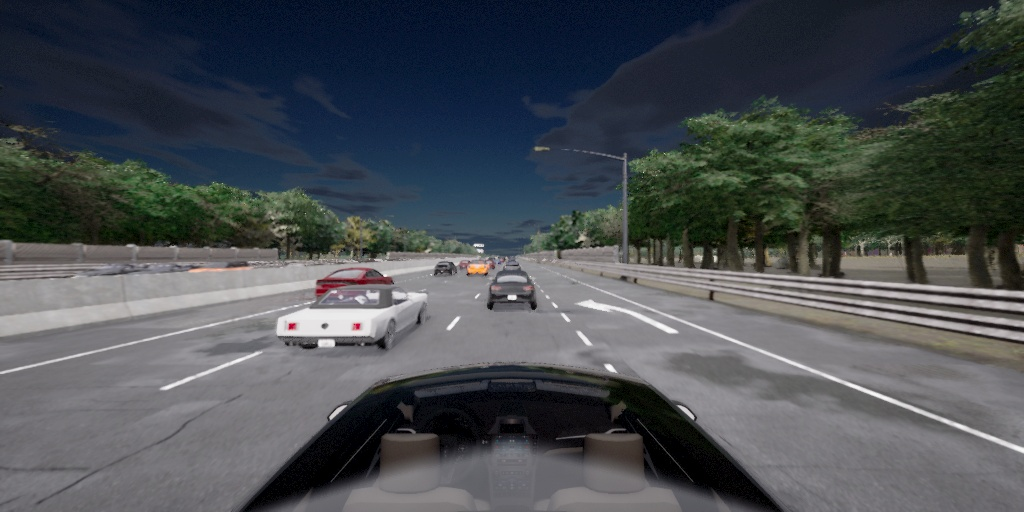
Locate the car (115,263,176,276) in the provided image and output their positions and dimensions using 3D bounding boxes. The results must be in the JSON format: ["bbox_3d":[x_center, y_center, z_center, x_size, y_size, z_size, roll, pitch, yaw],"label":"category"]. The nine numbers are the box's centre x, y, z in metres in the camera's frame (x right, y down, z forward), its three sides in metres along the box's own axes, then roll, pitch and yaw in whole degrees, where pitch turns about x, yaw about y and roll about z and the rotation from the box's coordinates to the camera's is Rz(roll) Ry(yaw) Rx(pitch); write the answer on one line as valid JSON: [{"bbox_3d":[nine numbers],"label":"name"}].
[{"bbox_3d":[-24.574,1.280,25.755,2.128,1.511,4.902,0,0,0],"label":"car"}]

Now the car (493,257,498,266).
[{"bbox_3d":[-3.475,1.309,54.060,1.812,1.442,4.674,0,0,0],"label":"car"}]

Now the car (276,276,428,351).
[{"bbox_3d":[-3.496,1.362,8.995,1.895,1.301,4.718,0,0,0],"label":"car"}]

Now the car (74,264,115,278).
[{"bbox_3d":[-28.073,1.281,25.775,2.128,1.511,4.902,0,0,0],"label":"car"}]

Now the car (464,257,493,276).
[{"bbox_3d":[-3.483,1.144,38.157,2.097,1.767,4.553,0,0,0],"label":"car"}]

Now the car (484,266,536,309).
[{"bbox_3d":[0.006,1.298,14.970,1.812,1.442,4.674,0,0,0],"label":"car"}]

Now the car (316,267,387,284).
[{"bbox_3d":[-6.993,1.253,16.488,1.882,1.535,5.008,0,0,0],"label":"car"}]

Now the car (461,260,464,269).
[{"bbox_3d":[-6.976,1.310,54.061,1.812,1.442,4.674,0,0,0],"label":"car"}]

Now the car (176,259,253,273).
[{"bbox_3d":[-21.079,1.140,26.092,2.097,1.767,4.553,0,0,0],"label":"car"}]

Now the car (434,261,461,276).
[{"bbox_3d":[-6.983,1.299,38.214,1.837,1.490,4.892,0,0,0],"label":"car"}]

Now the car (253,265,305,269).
[{"bbox_3d":[-17.578,1.391,28.245,1.895,1.301,4.718,0,0,0],"label":"car"}]

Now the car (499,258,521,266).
[{"bbox_3d":[0.017,1.283,38.214,2.128,1.511,4.902,0,0,0],"label":"car"}]
